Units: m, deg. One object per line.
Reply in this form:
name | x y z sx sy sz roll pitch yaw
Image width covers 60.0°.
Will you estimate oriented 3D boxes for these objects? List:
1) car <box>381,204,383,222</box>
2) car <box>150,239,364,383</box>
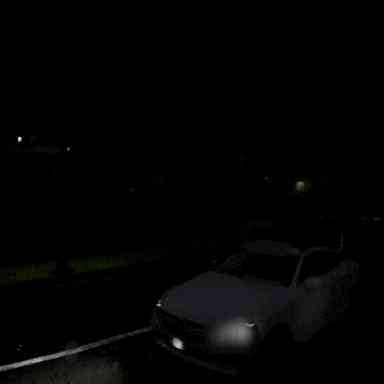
car | 17.315 1.605 27.512 2.150 2.045 5.566 0 -1 19
car | 1.454 1.599 5.731 1.812 1.442 4.674 0 -1 44
